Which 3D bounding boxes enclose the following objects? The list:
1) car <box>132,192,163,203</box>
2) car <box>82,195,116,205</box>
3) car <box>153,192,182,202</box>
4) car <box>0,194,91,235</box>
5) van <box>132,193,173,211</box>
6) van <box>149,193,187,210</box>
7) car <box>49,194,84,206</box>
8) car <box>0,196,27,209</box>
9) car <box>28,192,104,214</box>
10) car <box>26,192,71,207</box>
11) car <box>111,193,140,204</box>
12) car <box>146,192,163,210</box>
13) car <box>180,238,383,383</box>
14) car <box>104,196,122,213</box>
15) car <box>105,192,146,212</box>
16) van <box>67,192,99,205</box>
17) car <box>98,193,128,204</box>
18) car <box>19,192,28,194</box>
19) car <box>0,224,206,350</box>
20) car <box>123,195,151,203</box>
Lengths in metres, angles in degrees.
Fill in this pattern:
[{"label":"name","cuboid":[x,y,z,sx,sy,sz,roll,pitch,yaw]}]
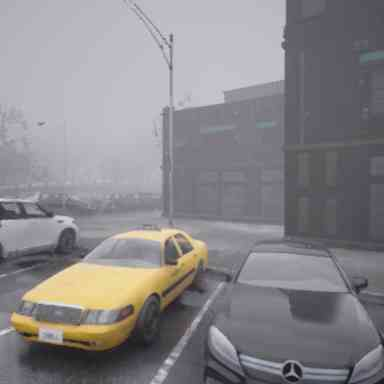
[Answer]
[{"label":"car","cuboid":[-8.619,1.024,64.772,5.566,2.045,2.435,0,0,14]},{"label":"car","cuboid":[-15.343,1.280,54.743,4.892,1.521,2.231,-1,-1,14]},{"label":"car","cuboid":[-5.184,1.022,69.769,5.566,2.045,2.435,0,-1,14]},{"label":"car","cuboid":[-5.876,1.180,10.360,2.435,2.045,5.566,0,-1,15]},{"label":"van","cuboid":[-4.706,1.133,39.984,4.442,1.987,1.878,1,0,14]},{"label":"van","cuboid":[-3.053,1.133,42.439,4.442,1.987,1.878,1,0,14]},{"label":"car","cuboid":[-18.744,1.154,49.738,4.553,1.767,2.185,-1,-1,14]},{"label":"car","cuboid":[-23.803,1.310,42.195,4.792,1.488,2.163,-1,0,14]},{"label":"car","cuboid":[-11.401,1.107,30.193,5.566,2.045,2.435,1,0,14]},{"label":"car","cuboid":[-20.375,1.028,47.222,5.566,2.045,2.435,-1,-1,14]},{"label":"car","cuboid":[-11.936,1.152,59.742,4.553,1.767,2.185,-1,0,14]},{"label":"car","cuboid":[-6.499,1.106,37.554,5.566,2.045,2.435,1,1,14]},{"label":"car","cuboid":[1.483,1.515,5.122,2.002,1.452,4.674,1,0,15]},{"label":"car","cuboid":[-9.807,1.387,32.637,4.792,1.488,2.163,1,1,14]},{"label":"car","cuboid":[-8.153,1.106,35.100,5.566,2.045,2.435,1,1,14]},{"label":"van","cuboid":[-17.141,1.054,52.255,4.442,1.987,1.878,-1,0,14]},{"label":"car","cuboid":[-13.620,1.152,57.224,4.553,1.767,2.185,0,0,14]},{"label":"car","cuboid":[-22.117,1.029,44.706,5.566,2.045,2.435,-1,0,14]},{"label":"car","cuboid":[-1.020,1.456,6.677,1.946,1.575,5.366,1,0,15]},{"label":"car","cuboid":[-10.245,1.306,62.249,4.792,1.488,2.163,-1,-1,14]}]
